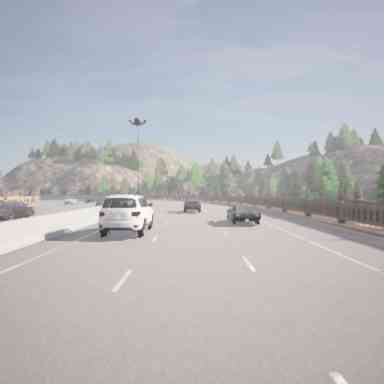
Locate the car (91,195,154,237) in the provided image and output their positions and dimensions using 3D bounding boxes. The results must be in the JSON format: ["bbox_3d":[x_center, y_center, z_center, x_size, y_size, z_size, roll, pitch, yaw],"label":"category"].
[{"bbox_3d":[-3.397,1.179,17.913,2.150,2.045,5.566,0,0,0],"label":"car"}]

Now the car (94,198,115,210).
[{"bbox_3d":[-11.095,1.504,42.389,1.994,1.385,4.181,0,0,-5],"label":"car"}]

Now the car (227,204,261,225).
[{"bbox_3d":[3.602,1.549,23.914,1.895,1.301,4.718,0,0,0],"label":"car"}]

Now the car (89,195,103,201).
[{"bbox_3d":[-23.321,1.390,80.980,2.128,1.511,4.902,0,0,-30],"label":"car"}]

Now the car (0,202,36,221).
[{"bbox_3d":[-14.099,1.494,25.723,2.033,1.411,5.357,0,0,0],"label":"car"}]

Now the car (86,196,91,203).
[{"bbox_3d":[-20.226,1.471,66.725,1.882,1.535,5.008,0,0,-21],"label":"car"}]

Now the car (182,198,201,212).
[{"bbox_3d":[-0.052,1.428,37.199,2.128,1.511,4.902,0,0,-2],"label":"car"}]

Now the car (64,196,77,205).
[{"bbox_3d":[-20.689,1.496,56.935,1.812,1.442,4.674,0,0,-15],"label":"car"}]
